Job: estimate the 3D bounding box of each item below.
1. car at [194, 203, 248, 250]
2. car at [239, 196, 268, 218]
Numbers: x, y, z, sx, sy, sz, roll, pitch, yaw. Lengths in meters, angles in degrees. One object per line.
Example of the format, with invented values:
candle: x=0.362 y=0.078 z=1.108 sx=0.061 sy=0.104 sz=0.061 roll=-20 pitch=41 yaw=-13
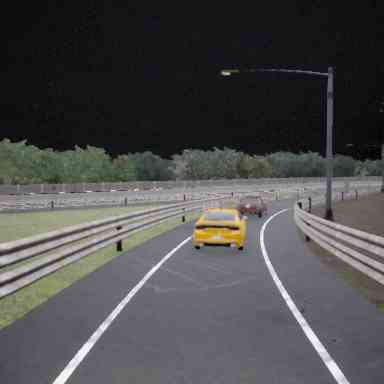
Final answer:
car: x=1.311 y=1.454 z=14.257 sx=1.882 sy=1.535 sz=5.008 roll=0 pitch=0 yaw=10
car: x=5.190 y=1.148 z=28.372 sx=2.097 sy=1.767 sz=4.553 roll=1 pitch=1 yaw=20
